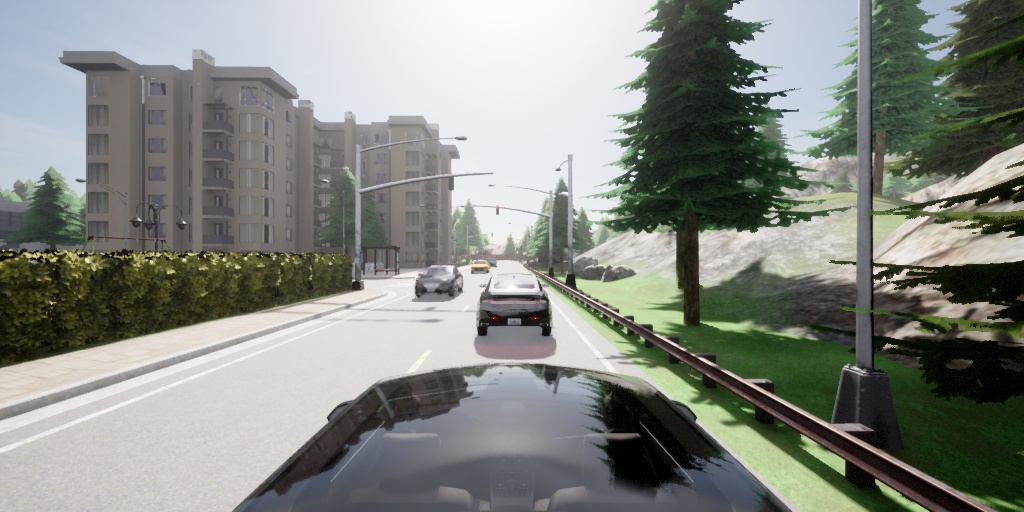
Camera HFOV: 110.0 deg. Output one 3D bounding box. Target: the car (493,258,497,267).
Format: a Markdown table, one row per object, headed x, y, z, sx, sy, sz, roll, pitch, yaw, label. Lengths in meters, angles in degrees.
| x | y | z | sx | sy | sz | roll | pitch | yaw | label |
| --- | --- | --- | --- | --- | --- | --- | --- | --- | --- |
| -3.666 | 1.101 | 61.262 | 2.097 | 1.767 | 4.553 | 0 | 0 | 0 | car |

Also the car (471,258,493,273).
| x | y | z | sx | sy | sz | roll | pitch | yaw | label |
| --- | --- | --- | --- | --- | --- | --- | --- | --- | --- |
| -3.679 | 1.228 | 42.361 | 1.882 | 1.535 | 5.008 | 0 | 0 | 0 | car |

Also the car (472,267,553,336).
| x | y | z | sx | sy | sz | roll | pitch | yaw | label |
| --- | --- | --- | --- | --- | --- | --- | --- | --- | --- |
| 0.062 | 1.242 | 10.370 | 2.128 | 1.511 | 4.902 | 0 | 0 | 0 | car |

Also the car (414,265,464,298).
| x | y | z | sx | sy | sz | roll | pitch | yaw | label |
| --- | --- | --- | --- | --- | --- | --- | --- | --- | --- |
| -3.623 | 1.242 | 18.464 | 2.128 | 1.511 | 4.902 | 0 | 0 | 0 | car |
